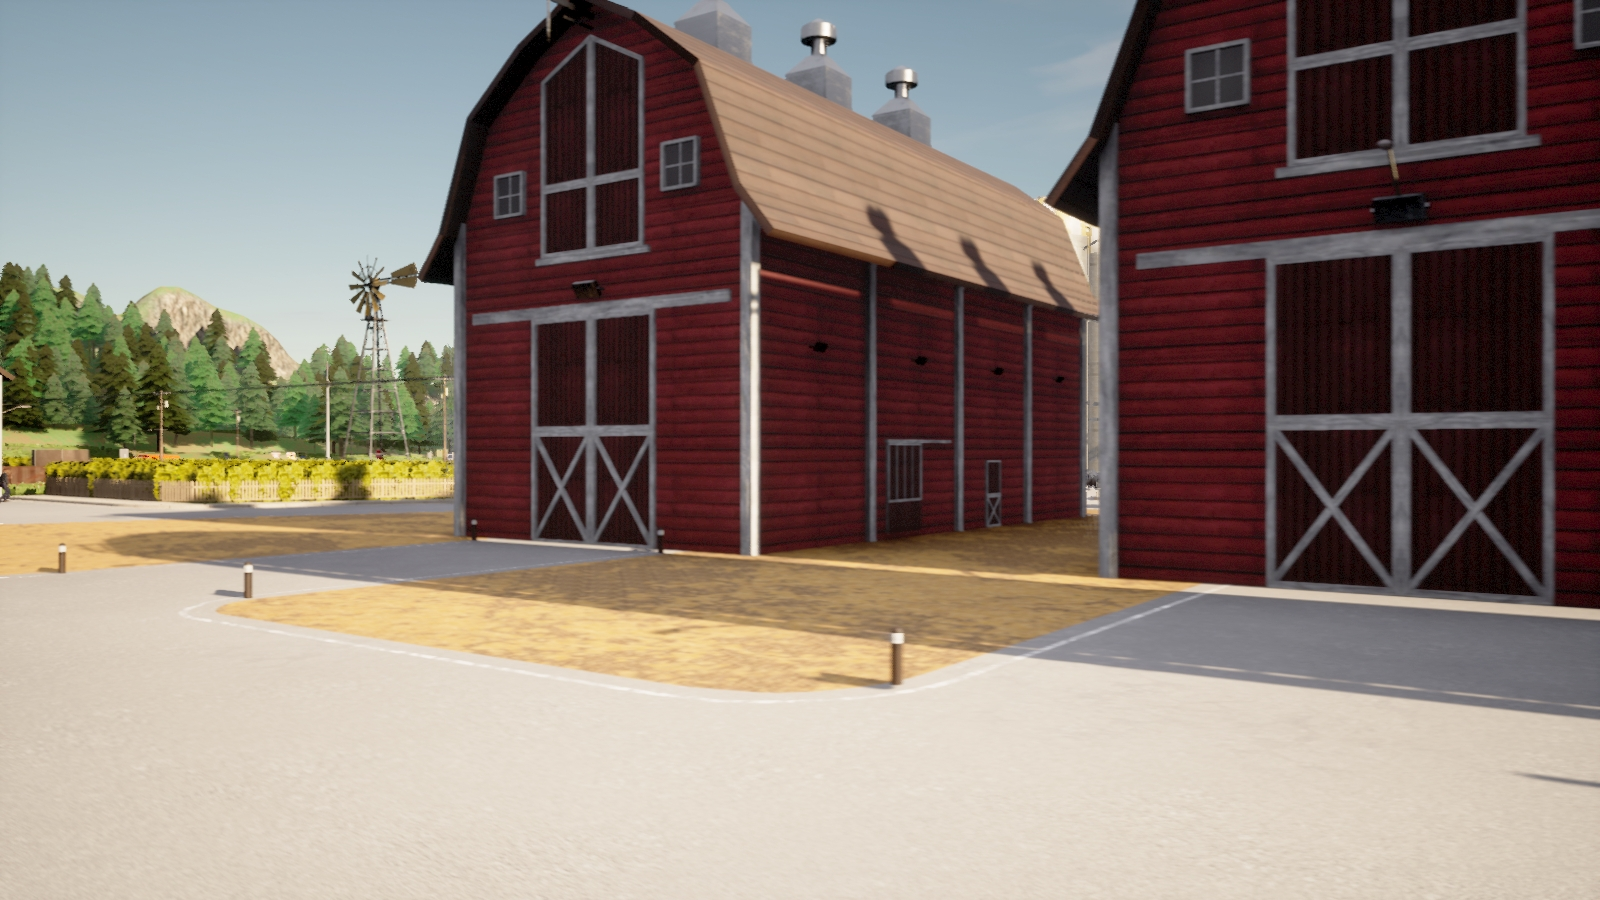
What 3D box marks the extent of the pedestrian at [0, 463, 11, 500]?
[{"bbox_3d":[-40.760,1.618,58.613,0.375,1.860,0.375,0,0,-44],"label":"pedestrian"}]
